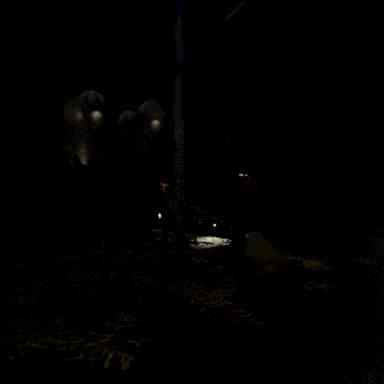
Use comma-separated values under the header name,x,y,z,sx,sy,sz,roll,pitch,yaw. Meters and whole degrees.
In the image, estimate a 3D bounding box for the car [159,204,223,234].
name,x,y,z,sx,sy,sz,roll,pitch,yaw
car,-0.199,1.505,19.565,1.837,1.490,4.892,0,0,-35
